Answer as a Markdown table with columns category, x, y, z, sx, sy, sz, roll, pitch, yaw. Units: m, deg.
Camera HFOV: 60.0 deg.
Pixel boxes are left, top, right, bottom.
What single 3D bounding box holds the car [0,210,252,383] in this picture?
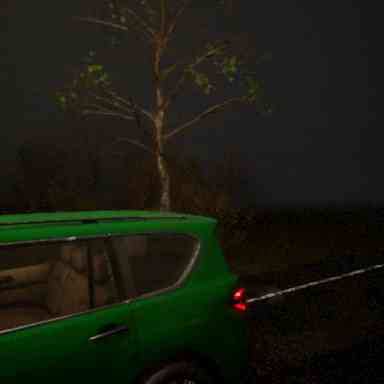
| category | x | y | z | sx | sy | sz | roll | pitch | yaw |
| --- | --- | --- | --- | --- | --- | --- | --- | --- | --- |
| car | -2.004 | 1.222 | 2.567 | 5.566 | 2.045 | 2.150 | 0 | 0 | -36 |
